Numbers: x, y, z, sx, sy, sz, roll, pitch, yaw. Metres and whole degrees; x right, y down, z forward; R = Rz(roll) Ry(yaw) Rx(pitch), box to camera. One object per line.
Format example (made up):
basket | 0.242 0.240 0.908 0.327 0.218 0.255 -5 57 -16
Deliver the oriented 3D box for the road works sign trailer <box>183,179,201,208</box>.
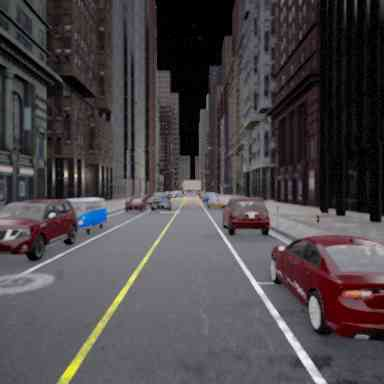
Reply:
road works sign trailer | 0.004 0.168 42.274 2.380 3.560 2.880 0 0 0

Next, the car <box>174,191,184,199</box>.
car | -2.992 0.877 76.290 2.033 1.411 5.357 0 0 0

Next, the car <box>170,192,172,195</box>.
car | -5.758 1.100 68.500 1.947 1.339 4.313 0 0 0

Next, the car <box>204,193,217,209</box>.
car | 2.764 1.241 40.499 1.752 1.417 4.829 0 0 0

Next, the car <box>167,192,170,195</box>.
car | -5.759 1.136 62.863 1.947 1.339 4.313 0 0 0

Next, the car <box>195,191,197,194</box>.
car | 2.768 0.703 91.053 2.192 1.841 5.009 0 0 0

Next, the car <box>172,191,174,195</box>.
car | -5.758 0.812 74.134 2.192 1.841 5.009 0 0 0

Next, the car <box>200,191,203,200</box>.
car | 2.765 1.047 57.237 1.967 1.590 4.097 0 0 0

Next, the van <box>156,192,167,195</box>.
van | -5.760 0.948 57.225 1.690 1.788 3.998 0 0 0

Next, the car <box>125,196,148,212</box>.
car | -5.761 1.299 34.680 1.887 1.381 4.507 0 0 0

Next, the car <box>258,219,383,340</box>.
car | 2.761 1.496 6.512 1.887 1.381 4.507 0 0 0

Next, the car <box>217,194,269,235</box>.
car | 2.761 1.185 17.782 2.192 1.841 5.009 0 0 0

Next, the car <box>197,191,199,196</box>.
car | 2.768 0.901 79.781 1.967 1.590 4.097 0 0 0

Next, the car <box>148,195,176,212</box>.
car | -3.091 1.318 34.776 1.994 1.385 4.181 0 0 0

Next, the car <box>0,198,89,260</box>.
car | -5.764 1.226 12.132 2.192 1.841 5.009 0 0 0

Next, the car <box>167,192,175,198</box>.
car | -5.756 0.828 91.046 1.967 1.590 4.097 0 0 0

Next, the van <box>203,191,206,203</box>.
van | 2.764 1.021 45.963 1.690 1.788 3.998 0 0 0

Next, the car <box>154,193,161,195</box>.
car | -5.760 1.246 45.953 1.947 1.339 4.313 0 0 0

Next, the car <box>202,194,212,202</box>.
car | 2.766 1.094 63.043 1.752 1.417 4.829 0 0 0

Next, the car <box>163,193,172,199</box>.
car | -5.757 1.006 79.773 1.887 1.381 4.507 0 0 0

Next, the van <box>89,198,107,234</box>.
van | -5.763 1.212 17.769 1.690 1.788 3.998 0 0 0

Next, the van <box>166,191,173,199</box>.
van | -5.757 0.765 85.408 1.690 1.788 3.998 0 0 0
